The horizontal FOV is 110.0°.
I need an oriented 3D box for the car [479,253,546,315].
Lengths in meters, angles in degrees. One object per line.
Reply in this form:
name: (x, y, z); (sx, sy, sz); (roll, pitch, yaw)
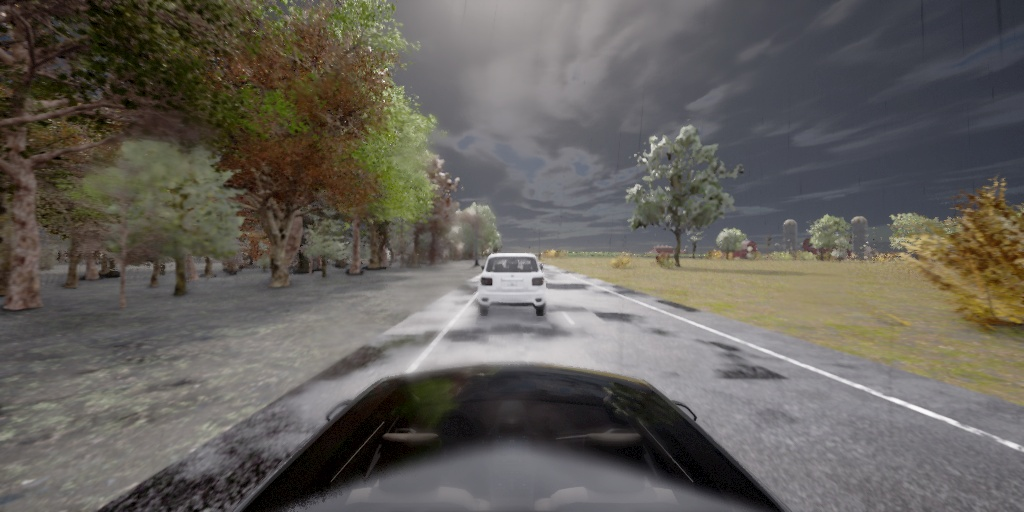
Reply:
car: (0.011, 0.924, 13.369); (2.150, 2.045, 5.566); (0, 0, 0)

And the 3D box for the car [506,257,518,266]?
car: (0.034, 0.965, 60.554); (1.994, 1.385, 4.181); (0, 0, 0)
